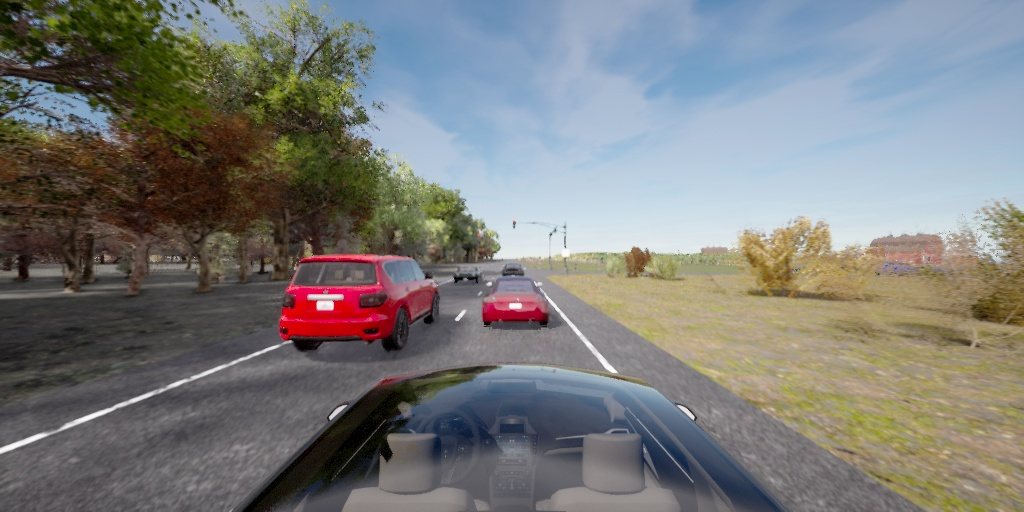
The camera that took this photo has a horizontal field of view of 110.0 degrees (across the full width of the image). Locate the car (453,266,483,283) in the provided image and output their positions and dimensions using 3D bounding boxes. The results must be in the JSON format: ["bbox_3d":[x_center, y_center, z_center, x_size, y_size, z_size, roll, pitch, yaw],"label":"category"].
[{"bbox_3d":[-3.404,1.433,28.612,1.895,1.301,4.718,0,0,1],"label":"car"}]

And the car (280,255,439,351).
[{"bbox_3d":[-3.403,0.996,9.209,2.150,2.045,5.566,0,0,0],"label":"car"}]

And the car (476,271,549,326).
[{"bbox_3d":[0.097,1.345,11.834,1.994,1.385,4.181,0,0,0],"label":"car"}]

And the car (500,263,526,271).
[{"bbox_3d":[0.095,1.333,28.832,1.837,1.490,4.892,0,-2,0],"label":"car"}]
